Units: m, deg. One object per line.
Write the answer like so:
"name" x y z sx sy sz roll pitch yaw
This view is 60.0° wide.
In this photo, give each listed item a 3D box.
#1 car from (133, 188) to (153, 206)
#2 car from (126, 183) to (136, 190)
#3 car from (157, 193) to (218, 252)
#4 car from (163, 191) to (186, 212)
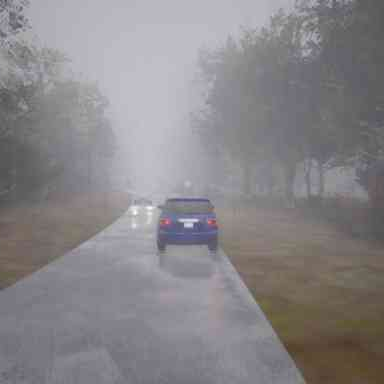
"car" -5.182 0.628 35.350 1.812 1.442 4.674 1 3 -8
"car" -13.885 -1.213 75.858 1.837 1.490 4.892 1 1 -17
"car" -0.239 1.123 13.561 2.150 2.045 5.566 0 1 -3
"car" -1.709 0.819 31.264 1.882 1.535 5.008 0 2 -7
